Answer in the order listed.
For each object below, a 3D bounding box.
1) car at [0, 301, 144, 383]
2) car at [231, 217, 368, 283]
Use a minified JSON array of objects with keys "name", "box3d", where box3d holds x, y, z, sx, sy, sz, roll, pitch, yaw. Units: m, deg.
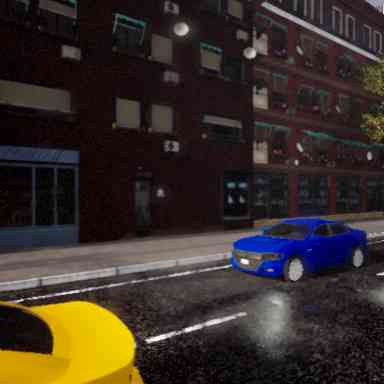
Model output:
[{"name":"car","box3d":[-2.697,1.477,1.733,5.008,1.535,1.882,1,-1,-36]},{"name":"car","box3d":[3.404,1.564,10.159,5.008,1.535,1.882,1,0,-36]}]
